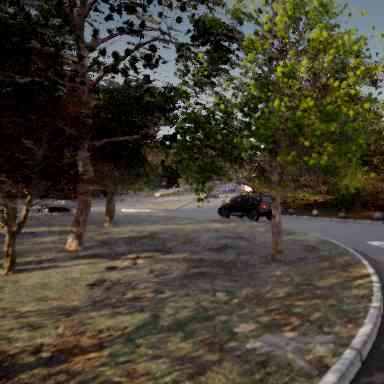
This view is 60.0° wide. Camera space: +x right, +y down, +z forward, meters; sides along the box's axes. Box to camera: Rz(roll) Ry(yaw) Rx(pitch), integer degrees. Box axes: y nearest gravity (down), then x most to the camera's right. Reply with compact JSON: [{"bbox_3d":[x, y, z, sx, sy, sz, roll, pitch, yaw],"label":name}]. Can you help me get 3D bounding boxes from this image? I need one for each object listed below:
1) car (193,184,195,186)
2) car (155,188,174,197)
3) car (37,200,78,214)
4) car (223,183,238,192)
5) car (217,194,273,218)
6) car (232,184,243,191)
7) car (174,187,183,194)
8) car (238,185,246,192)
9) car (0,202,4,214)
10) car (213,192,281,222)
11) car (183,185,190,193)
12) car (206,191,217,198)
[{"bbox_3d":[-0.750,-1.065,84.757,2.435,2.045,5.566,0,3,18],"label":"car"},{"bbox_3d":[-6.079,0.192,68.812,1.946,1.575,5.366,0,3,19],"label":"car"},{"bbox_3d":[-13.500,1.564,34.724,4.902,1.511,2.128,0,0,-4],"label":"car"},{"bbox_3d":[8.502,-0.580,75.593,2.097,1.767,4.553,0,3,19],"label":"car"},{"bbox_3d":[4.951,1.243,31.957,2.150,2.045,5.566,-1,0,-32],"label":"car"},{"bbox_3d":[11.731,-1.146,85.139,1.994,1.385,4.181,0,3,19],"label":"car"},{"bbox_3d":[-4.326,-0.140,74.039,1.946,1.575,5.366,0,3,18],"label":"car"},{"bbox_3d":[11.871,-0.472,75.408,1.812,1.442,4.674,0,3,19],"label":"car"},{"bbox_3d":[-21.621,1.650,35.470,5.357,1.411,2.033,0,0,-26],"label":"car"},{"bbox_3d":[4.489,1.234,26.653,2.150,2.045,5.566,0,-1,-36],"label":"car"},{"bbox_3d":[-2.582,-0.470,79.271,1.946,1.575,5.366,0,3,18],"label":"car"},{"bbox_3d":[3.799,0.520,60.569,1.837,1.490,4.892,0,4,16],"label":"car"}]
